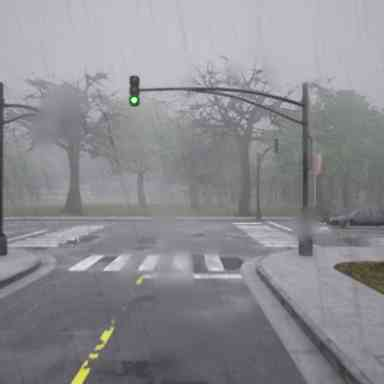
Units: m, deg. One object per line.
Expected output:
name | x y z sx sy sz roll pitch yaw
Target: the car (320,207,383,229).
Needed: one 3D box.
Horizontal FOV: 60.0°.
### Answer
car | 11.797 1.761 22.949 5.357 1.411 2.033 0 0 0
